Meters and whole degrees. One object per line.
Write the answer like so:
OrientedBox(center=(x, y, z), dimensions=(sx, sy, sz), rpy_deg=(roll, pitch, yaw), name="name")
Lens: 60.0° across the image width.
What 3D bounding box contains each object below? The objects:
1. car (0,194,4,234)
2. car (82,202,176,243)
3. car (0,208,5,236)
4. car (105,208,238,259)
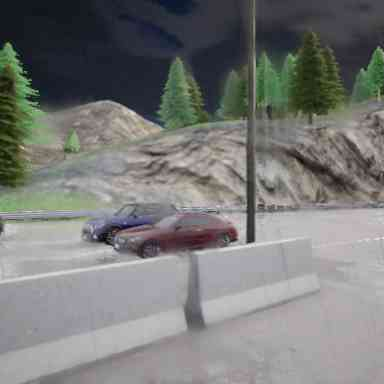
OrientedBox(center=(-12.578, 1.143, 16.433), dimensions=(5.566, 2.045, 2.150), rpy_deg=(0, 0, -35), name="car")
OrientedBox(center=(-2.470, 1.280, 14.817), dimensions=(4.553, 1.767, 2.097), rpy_deg=(0, 0, -32), name="car")
OrientedBox(center=(-10.454, 1.440, 13.618), dimensions=(4.892, 1.490, 1.837), rpy_deg=(0, 0, -35), name="car")
OrientedBox(center=(-0.450, 1.468, 11.962), dimensions=(4.674, 1.442, 1.812), rpy_deg=(0, 0, -33), name="car")
